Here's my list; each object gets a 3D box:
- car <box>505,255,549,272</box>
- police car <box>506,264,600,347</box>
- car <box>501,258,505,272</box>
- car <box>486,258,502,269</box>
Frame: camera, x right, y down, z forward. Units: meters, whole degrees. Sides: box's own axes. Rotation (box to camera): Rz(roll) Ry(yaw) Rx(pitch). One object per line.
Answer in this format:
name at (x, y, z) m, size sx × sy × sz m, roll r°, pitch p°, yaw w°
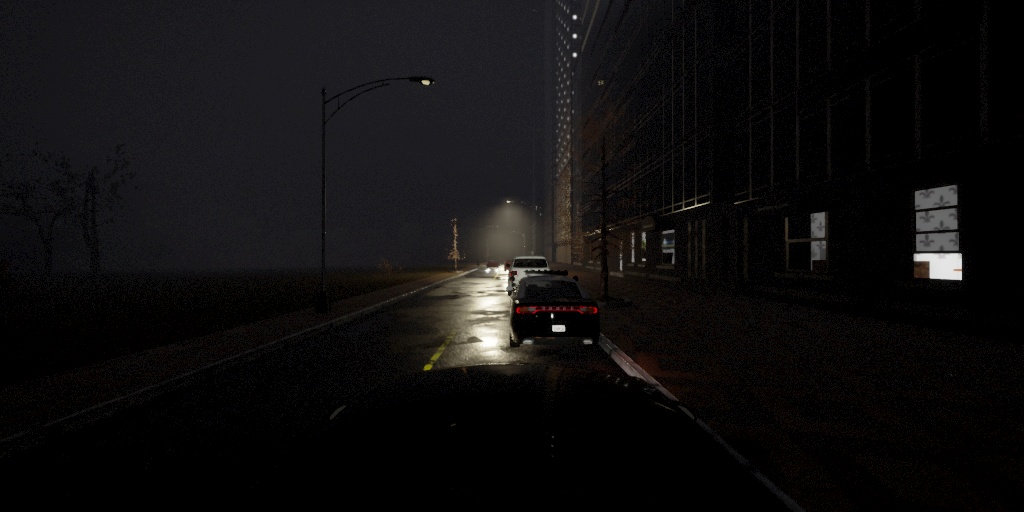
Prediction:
car at (0.870, 0.974, 19.340) m, size 2.150 × 2.045 × 5.566 m, roll 0°, pitch 0°, yaw 0°
police car at (0.886, 1.175, 9.418) m, size 1.930 × 1.638 × 5.238 m, roll 0°, pitch 0°, yaw 0°
car at (-0.053, 1.225, 47.535) m, size 1.882 × 1.535 × 5.008 m, roll 0°, pitch 0°, yaw 0°
car at (-3.094, 1.347, 57.518) m, size 1.895 × 1.301 × 4.718 m, roll 0°, pitch 0°, yaw 0°
